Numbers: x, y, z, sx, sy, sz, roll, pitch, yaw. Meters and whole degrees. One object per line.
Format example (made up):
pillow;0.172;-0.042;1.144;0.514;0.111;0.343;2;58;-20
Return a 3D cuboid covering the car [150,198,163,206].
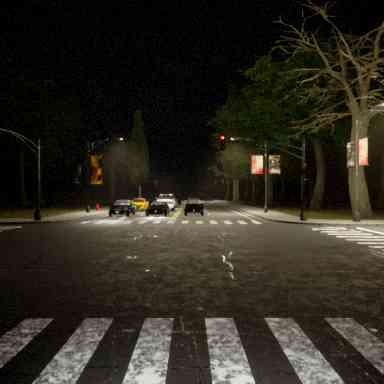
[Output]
car;-6.440;1.775;61.215;1.895;1.301;4.718;0;0;0

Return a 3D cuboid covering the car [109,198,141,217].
car;-6.532;1.510;31.612;2.128;1.511;4.902;0;0;0

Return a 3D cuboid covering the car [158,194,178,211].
car;-3.262;1.267;41.606;2.150;2.045;5.566;0;0;0

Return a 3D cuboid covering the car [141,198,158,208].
car;-6.498;1.662;51.157;1.994;1.385;4.181;0;0;-1

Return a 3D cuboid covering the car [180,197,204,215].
car;0.182;1.513;33.837;2.128;1.511;4.902;0;0;0

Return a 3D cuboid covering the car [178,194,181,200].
car;-3.176;1.406;62.470;2.150;2.045;5.566;0;0;1

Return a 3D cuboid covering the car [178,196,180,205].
car;-3.243;1.704;51.857;1.895;1.301;4.718;0;0;0

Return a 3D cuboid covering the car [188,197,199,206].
car;0.215;1.650;60.927;1.882;1.535;5.008;0;0;0

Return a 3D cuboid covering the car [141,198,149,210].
car;-6.512;1.521;41.111;1.882;1.535;5.008;0;0;0

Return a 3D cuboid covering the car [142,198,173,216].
car;-3.272;1.584;32.249;1.994;1.385;4.181;0;0;1
